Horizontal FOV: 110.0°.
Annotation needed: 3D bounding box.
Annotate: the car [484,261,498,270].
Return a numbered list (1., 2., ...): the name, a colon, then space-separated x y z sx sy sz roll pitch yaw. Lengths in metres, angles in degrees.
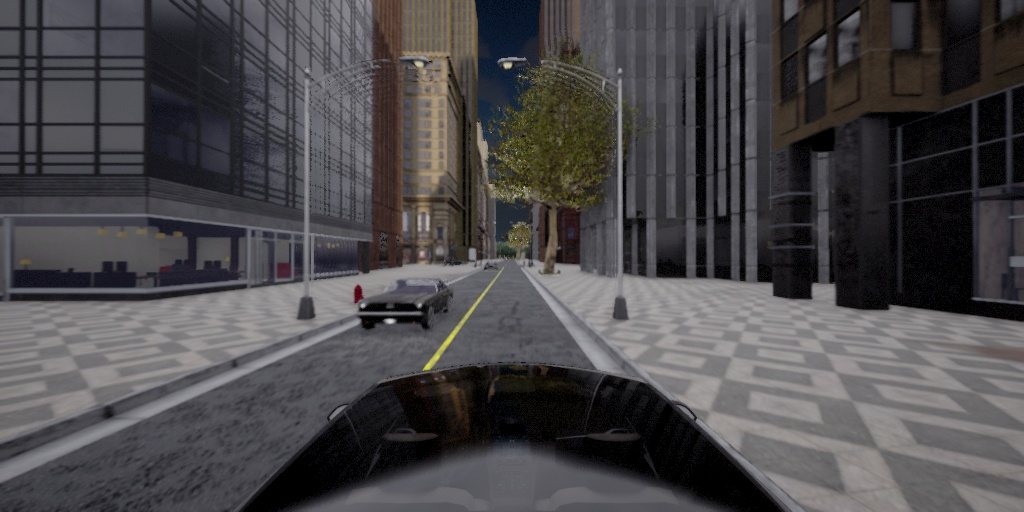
1. car: -3.076 1.395 53.190 1.994 1.385 4.181 0 0 0

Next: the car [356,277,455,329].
1. car: -3.101 1.359 11.353 1.895 1.301 4.718 0 0 0
